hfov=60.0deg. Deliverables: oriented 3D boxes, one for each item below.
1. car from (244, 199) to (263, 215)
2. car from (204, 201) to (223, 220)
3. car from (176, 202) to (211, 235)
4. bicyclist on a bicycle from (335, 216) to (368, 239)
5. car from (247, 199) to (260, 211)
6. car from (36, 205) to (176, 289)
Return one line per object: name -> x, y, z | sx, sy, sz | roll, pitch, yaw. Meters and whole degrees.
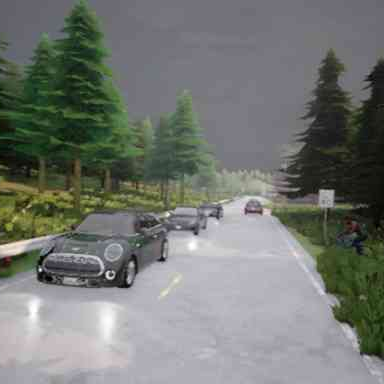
car -> 6.877, 1.782, 37.083 | 1.994, 1.385, 4.181 | 2, 0, 11
car -> 1.682, 1.538, 29.196 | 2.128, 1.511, 4.902 | 2, 0, 11
car -> -0.261, 1.513, 18.988 | 1.812, 1.442, 4.674 | 2, 0, 10
bicyclist on a bicycle -> 5.540, 1.685, 11.559 | 1.656, 1.620, 0.582 | 6, 1, 11
car -> 8.965, 1.788, 48.323 | 1.837, 1.490, 4.892 | 2, 1, 11
car -> -2.119, 1.283, 9.161 | 2.097, 1.767, 4.553 | 2, 0, 11
